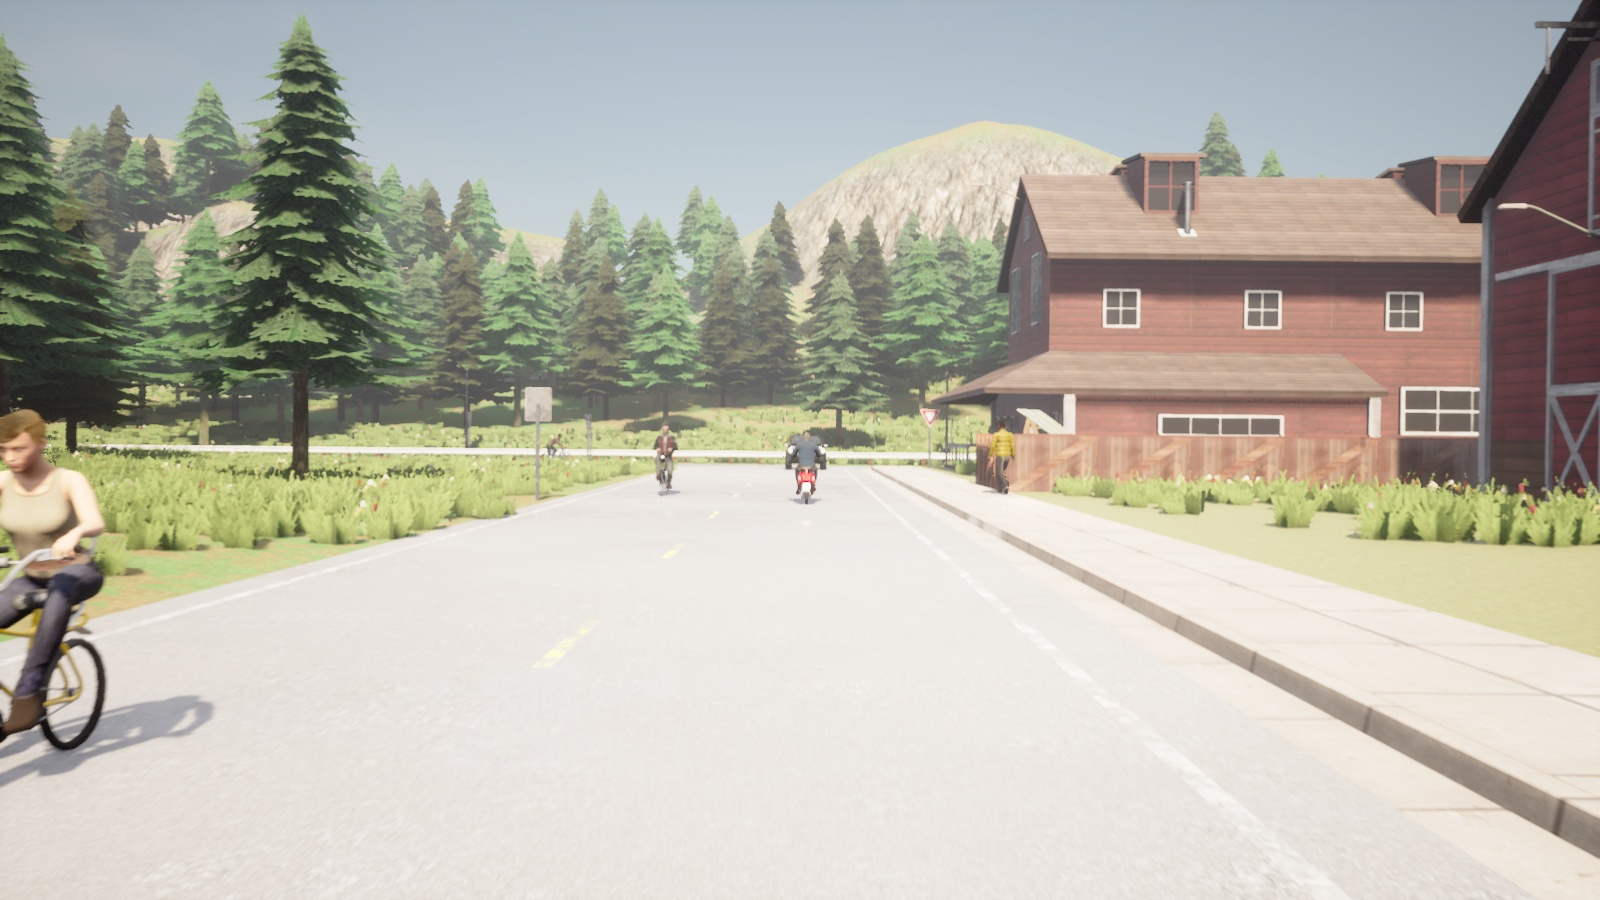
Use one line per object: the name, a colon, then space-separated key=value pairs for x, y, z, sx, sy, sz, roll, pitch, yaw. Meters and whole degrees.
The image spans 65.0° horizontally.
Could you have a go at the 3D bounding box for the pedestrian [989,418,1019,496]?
pedestrian: x=4.867 y=0.162 z=30.004 sx=0.431 sy=1.840 sz=0.709 roll=1 pitch=1 yaw=-13

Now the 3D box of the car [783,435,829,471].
car: x=0.267 y=0.094 z=56.495 sx=2.007 sy=1.525 sz=4.514 roll=1 pitch=1 yaw=0

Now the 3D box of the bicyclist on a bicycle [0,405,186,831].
bicyclist on a bicycle: x=-3.457 y=0.624 z=5.415 sx=0.866 sy=1.612 sz=1.509 roll=1 pitch=1 yaw=0

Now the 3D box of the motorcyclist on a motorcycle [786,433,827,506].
motorcyclist on a motorcycle: x=0.149 y=0.420 z=28.487 sx=0.866 sy=1.590 sz=1.817 roll=1 pitch=1 yaw=0

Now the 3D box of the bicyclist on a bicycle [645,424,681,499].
bicyclist on a bicycle: x=-3.340 y=0.269 z=30.738 sx=0.659 sy=1.776 sz=1.843 roll=1 pitch=0 yaw=0
